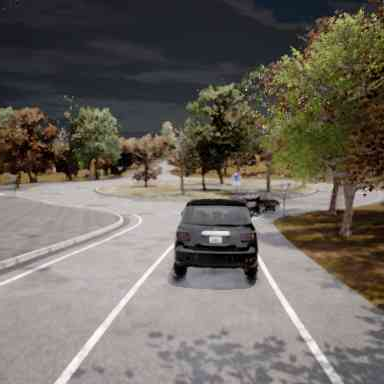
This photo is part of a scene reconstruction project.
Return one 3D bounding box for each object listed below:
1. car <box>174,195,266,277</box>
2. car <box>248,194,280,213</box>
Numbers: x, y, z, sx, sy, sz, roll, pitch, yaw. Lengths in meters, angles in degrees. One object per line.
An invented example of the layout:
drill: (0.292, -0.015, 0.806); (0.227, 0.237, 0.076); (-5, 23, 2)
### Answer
car: (0.758, 1.204, 10.419); (2.150, 2.045, 5.566); (0, 0, 4)
car: (5.407, 0.898, 26.501); (2.128, 1.511, 4.902); (5, 3, 38)
